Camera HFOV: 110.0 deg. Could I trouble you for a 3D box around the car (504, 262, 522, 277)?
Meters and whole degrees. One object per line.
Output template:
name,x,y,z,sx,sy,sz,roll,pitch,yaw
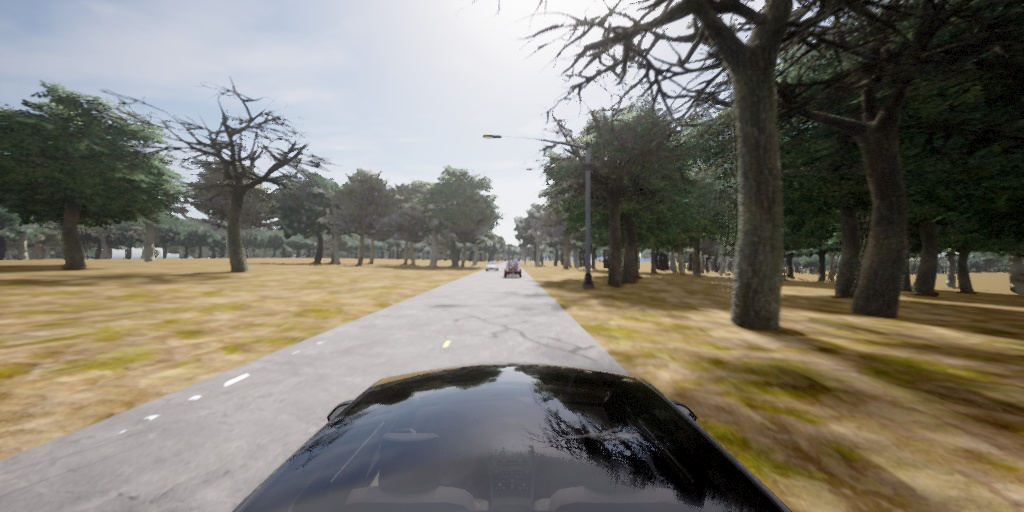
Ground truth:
car,0.104,1.580,39.615,1.895,1.301,4.718,0,0,0

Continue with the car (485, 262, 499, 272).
car,-3.066,1.615,55.183,1.812,1.442,4.674,0,0,0

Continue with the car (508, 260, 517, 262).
car,0.097,1.457,57.418,2.097,1.767,4.553,0,0,0
